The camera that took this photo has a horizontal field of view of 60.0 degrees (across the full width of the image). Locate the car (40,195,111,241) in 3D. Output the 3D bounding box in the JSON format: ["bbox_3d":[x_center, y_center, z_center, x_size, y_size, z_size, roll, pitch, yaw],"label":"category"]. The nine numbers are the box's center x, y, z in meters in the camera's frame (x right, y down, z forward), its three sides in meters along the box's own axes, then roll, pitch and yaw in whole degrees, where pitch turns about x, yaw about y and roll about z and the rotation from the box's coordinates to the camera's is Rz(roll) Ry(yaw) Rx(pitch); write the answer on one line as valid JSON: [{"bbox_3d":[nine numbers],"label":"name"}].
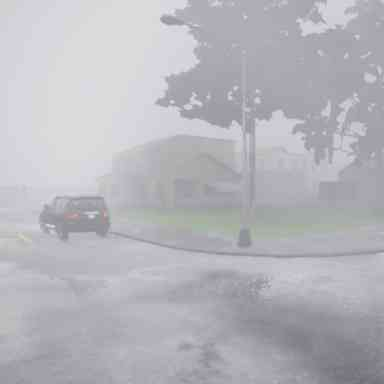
[{"bbox_3d":[-6.040,1.180,16.885,2.150,2.045,5.566,-1,0,-37],"label":"car"}]
